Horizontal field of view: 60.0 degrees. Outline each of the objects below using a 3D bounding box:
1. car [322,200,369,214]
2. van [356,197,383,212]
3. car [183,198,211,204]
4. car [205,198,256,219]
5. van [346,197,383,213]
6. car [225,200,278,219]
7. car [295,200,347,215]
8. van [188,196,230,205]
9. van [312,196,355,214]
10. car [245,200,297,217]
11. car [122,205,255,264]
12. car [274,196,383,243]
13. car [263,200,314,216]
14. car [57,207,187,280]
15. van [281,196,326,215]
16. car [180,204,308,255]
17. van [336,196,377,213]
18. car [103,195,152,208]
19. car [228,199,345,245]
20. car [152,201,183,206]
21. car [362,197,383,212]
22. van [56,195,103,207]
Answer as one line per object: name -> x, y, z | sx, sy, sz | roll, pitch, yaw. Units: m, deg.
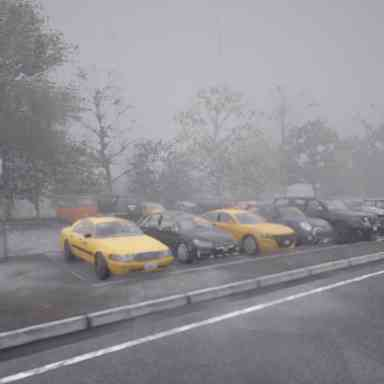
car -> 19.268, 1.796, 42.047 | 2.097, 1.535, 5.008 | 1, 0, -35
van -> 25.858, 1.763, 46.877 | 1.878, 1.987, 4.442 | 2, -1, -35
car -> -1.032, 1.526, 27.576 | 2.231, 1.521, 4.892 | 1, 0, -35
car -> 3.496, 1.459, 30.770 | 2.185, 1.767, 4.553 | 1, 0, -35
van -> 23.704, 1.692, 45.343 | 1.878, 1.987, 4.442 | 2, -1, -35
car -> 5.634, 1.614, 32.325 | 2.097, 1.535, 5.008 | 1, 0, -35
car -> 14.867, 1.733, 38.680 | 1.946, 1.575, 5.366 | 1, 0, -35
van -> 1.155, 1.329, 29.285 | 1.878, 1.987, 4.442 | 1, 0, -35
van -> 17.085, 1.540, 40.342 | 1.878, 1.987, 4.442 | 1, 0, -35
car -> 7.993, 1.645, 34.005 | 2.097, 1.535, 5.008 | 1, 0, -35
car -> -0.400, 1.459, 11.983 | 2.231, 1.521, 4.892 | 0, 0, -35
car -> 6.399, 1.271, 16.784 | 2.435, 2.045, 5.566 | 1, 0, -35
car -> 10.250, 1.676, 35.611 | 2.231, 1.521, 4.892 | 1, 0, -35
car -> -2.544, 1.449, 10.221 | 1.946, 1.575, 5.366 | 0, 0, -35
van -> 12.437, 1.480, 37.319 | 1.878, 1.987, 4.442 | 1, 0, -35
car -> 1.858, 1.472, 13.592 | 2.097, 1.535, 5.008 | 1, 0, -35
van -> 21.476, 1.614, 43.470 | 1.878, 1.987, 4.442 | 1, -1, -35
car -> -5.559, 1.221, 24.393 | 2.435, 2.045, 5.566 | 0, 0, -35
car -> 4.106, 1.370, 15.224 | 2.185, 1.767, 4.553 | 1, 0, -35
car -> -3.183, 1.493, 25.825 | 1.946, 1.575, 5.366 | 1, 0, -35
car -> 28.199, 1.812, 48.366 | 2.435, 2.045, 5.566 | 2, -1, -35
van -> -7.967, 1.232, 22.789 | 1.878, 1.987, 4.442 | 0, 0, -35
